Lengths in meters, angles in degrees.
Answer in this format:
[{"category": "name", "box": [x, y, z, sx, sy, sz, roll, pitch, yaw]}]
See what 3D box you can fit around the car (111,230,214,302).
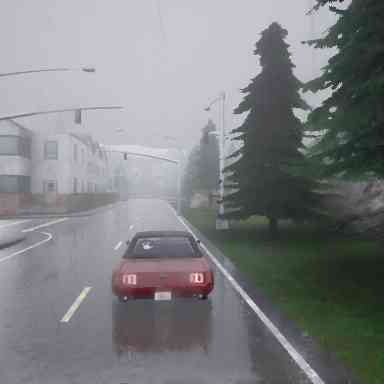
[{"category": "car", "box": [-0.706, 1.601, 8.250, 1.895, 1.301, 4.718, 0, 0, -5]}]
